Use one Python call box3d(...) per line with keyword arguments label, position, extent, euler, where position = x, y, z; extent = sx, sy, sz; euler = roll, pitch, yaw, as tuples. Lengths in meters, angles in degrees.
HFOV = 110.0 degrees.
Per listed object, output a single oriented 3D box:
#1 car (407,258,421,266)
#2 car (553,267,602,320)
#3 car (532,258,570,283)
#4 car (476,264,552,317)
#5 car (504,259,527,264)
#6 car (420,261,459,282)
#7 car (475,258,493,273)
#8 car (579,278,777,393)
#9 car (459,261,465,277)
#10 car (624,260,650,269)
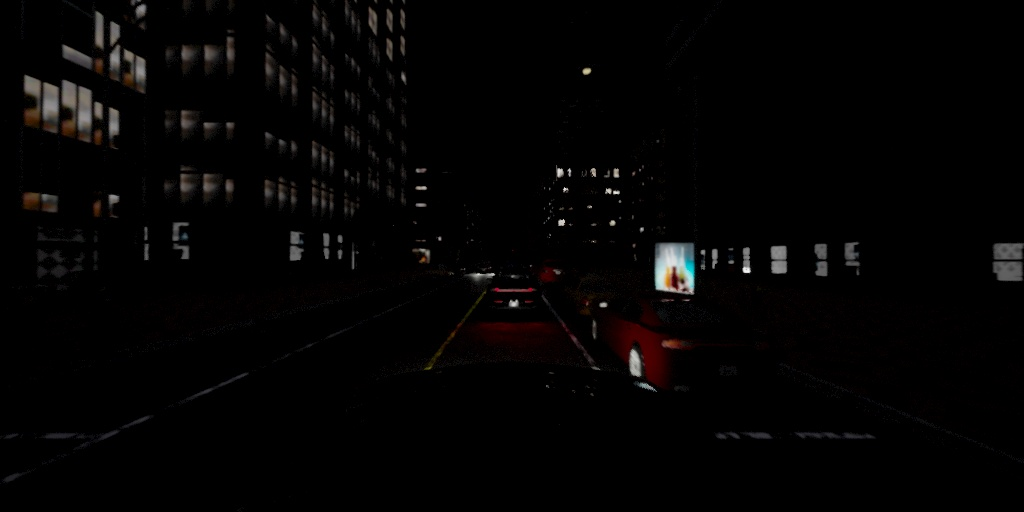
box3d(label="car", position=(-17.269, 0.990, 58.873), extent=(4.507, 1.381, 1.888), euler=(0, 0, 0))
box3d(label="car", position=(2.691, 1.271, 12.423), extent=(1.751, 1.417, 4.829), euler=(0, 0, 0))
box3d(label="car", position=(2.689, 1.057, 23.371), extent=(2.192, 1.841, 5.009), euler=(0, 0, 0))
box3d(label="car", position=(0.070, 1.238, 13.225), extent=(2.128, 1.511, 4.902), euler=(0, 0, 0))
box3d(label="car", position=(0.068, 1.232, 28.264), extent=(2.128, 1.511, 4.902), euler=(0, 0, 0))
box3d(label="car", position=(-5.692, 1.265, 28.761), extent=(1.751, 1.417, 4.829), euler=(0, 0, 0))
box3d(label="car", position=(-3.083, 1.261, 41.595), extent=(1.812, 1.442, 4.674), euler=(0, 0, 0))
box3d(label="car", position=(2.691, 1.293, 6.694), extent=(1.888, 1.381, 4.507), euler=(0, 0, 0))
box3d(label="car", position=(-5.693, 1.178, 34.491), extent=(1.967, 1.591, 4.097), euler=(0, 0, 0))
box3d(label="car", position=(20.828, 1.478, 59.199), extent=(4.097, 1.591, 1.967), euler=(0, 0, 0))
